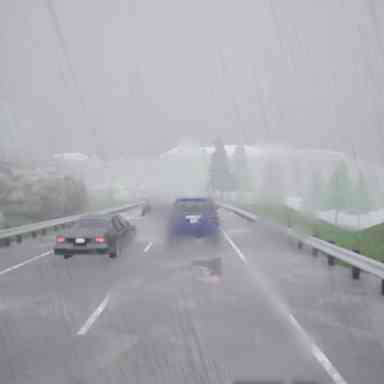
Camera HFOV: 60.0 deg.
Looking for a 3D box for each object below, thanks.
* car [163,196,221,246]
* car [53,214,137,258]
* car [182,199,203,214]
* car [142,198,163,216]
[{"bbox_3d":[0.080,1.196,15.342,2.150,2.045,5.566,0,0,0],"label":"car"},{"bbox_3d":[-3.415,1.528,12.650,2.033,1.411,5.357,0,0,0],"label":"car"},{"bbox_3d":[0.046,1.488,35.387,2.033,1.411,5.357,0,0,0],"label":"car"},{"bbox_3d":[-3.441,1.301,31.453,2.097,1.767,4.553,0,0,0],"label":"car"}]
